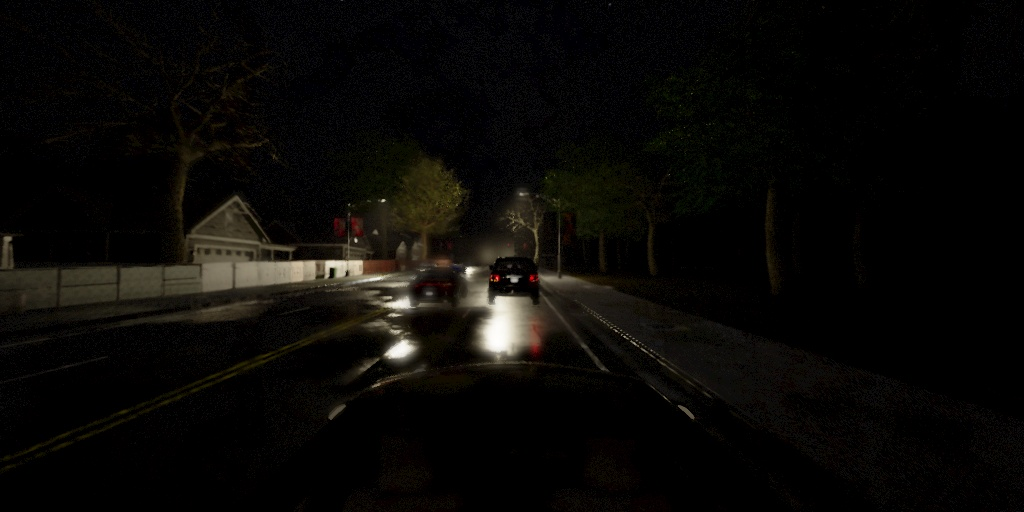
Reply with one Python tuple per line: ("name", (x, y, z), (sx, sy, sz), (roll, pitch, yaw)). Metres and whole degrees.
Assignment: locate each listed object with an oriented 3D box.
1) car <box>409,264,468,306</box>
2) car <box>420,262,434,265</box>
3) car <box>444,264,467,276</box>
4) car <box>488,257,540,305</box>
("car", (-3.143, 1.295, 16.104), (1.882, 1.535, 5.008), (0, 0, 0))
("car", (-9.780, 1.474, 41.609), (2.128, 1.511, 4.902), (0, 0, 1))
("car", (-6.526, 1.585, 41.923), (1.895, 1.301, 4.718), (0, 0, 1))
("car", (0.097, 1.044, 16.778), (2.150, 2.045, 5.566), (0, 0, 0))
